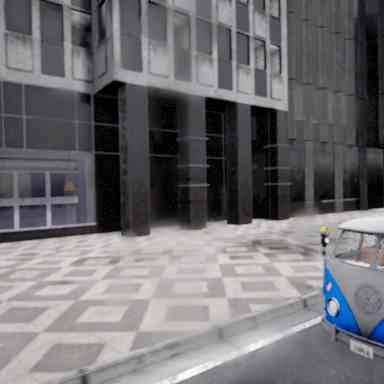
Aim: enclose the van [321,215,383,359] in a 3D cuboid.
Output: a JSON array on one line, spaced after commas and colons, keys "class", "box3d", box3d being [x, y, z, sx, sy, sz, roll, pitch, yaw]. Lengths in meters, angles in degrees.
[{"class": "van", "box3d": [3.612, 1.189, 4.938, 3.998, 1.788, 1.690, -2, 1, -35]}]
